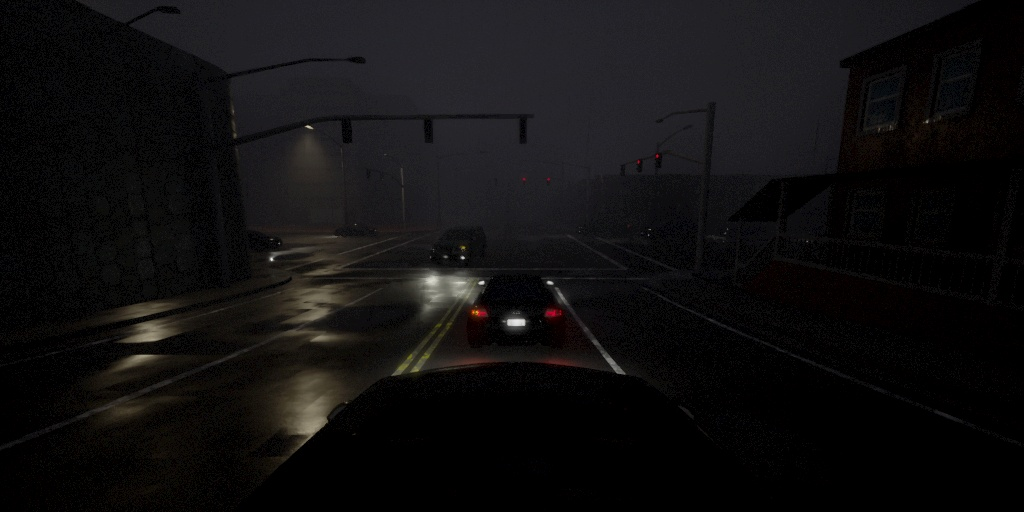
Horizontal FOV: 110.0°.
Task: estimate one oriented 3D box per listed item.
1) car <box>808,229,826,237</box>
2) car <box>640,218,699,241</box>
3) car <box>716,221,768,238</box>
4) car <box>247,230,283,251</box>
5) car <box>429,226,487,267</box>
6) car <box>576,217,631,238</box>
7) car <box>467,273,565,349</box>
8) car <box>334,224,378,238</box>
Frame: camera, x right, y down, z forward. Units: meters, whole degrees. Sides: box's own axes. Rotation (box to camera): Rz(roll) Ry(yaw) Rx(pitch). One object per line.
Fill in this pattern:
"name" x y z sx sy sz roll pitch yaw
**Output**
"car" 31.113 -2.170 33.760 5.357 1.411 2.033 0 8 0
"car" 15.077 -2.500 33.825 5.566 2.045 2.150 0 8 0
"car" 23.785 -2.877 37.250 4.553 1.767 2.097 0 8 0
"car" -19.947 -1.185 26.975 4.892 1.490 1.837 0 8 1
"car" -3.069 -0.708 21.720 2.150 2.045 5.566 1 8 10
"car" 9.559 -3.041 37.529 5.566 2.045 2.150 1 9 5
"car" 0.097 1.091 8.682 1.994 1.385 4.181 0 3 0
"car" -16.289 -2.685 37.553 4.181 1.385 1.994 0 8 0
